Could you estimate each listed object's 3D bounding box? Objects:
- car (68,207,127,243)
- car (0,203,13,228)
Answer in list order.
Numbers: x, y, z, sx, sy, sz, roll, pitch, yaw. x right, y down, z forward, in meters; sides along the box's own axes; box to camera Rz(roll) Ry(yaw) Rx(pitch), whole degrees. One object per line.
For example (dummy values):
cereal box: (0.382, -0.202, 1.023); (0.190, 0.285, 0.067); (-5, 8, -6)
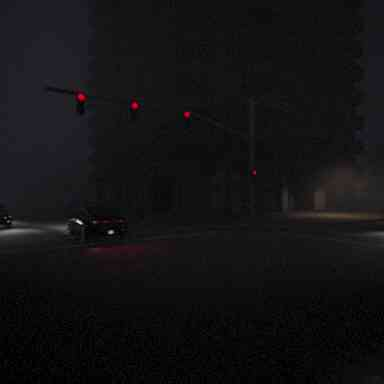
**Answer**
car: (-4.668, 1.465, 16.032); (2.128, 1.511, 4.902); (0, 0, -31)
car: (-12.999, 1.497, 21.669); (1.837, 1.490, 4.892); (0, 0, -36)
